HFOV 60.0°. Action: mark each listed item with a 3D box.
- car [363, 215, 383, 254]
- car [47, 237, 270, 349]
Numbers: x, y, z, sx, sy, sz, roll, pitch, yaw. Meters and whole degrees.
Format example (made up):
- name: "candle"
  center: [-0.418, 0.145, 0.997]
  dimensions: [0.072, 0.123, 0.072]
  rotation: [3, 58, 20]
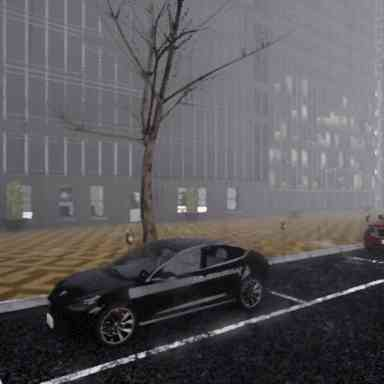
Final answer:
- name: "car"
  center: [8.620, 1.399, 12.717]
  dimensions: [5.009, 1.841, 2.192]
  rotation: [0, 0, -36]
- name: "car"
  center: [-0.371, 1.585, 6.301]
  dimensions: [4.313, 1.339, 1.947]
  rotation: [0, 0, -36]
